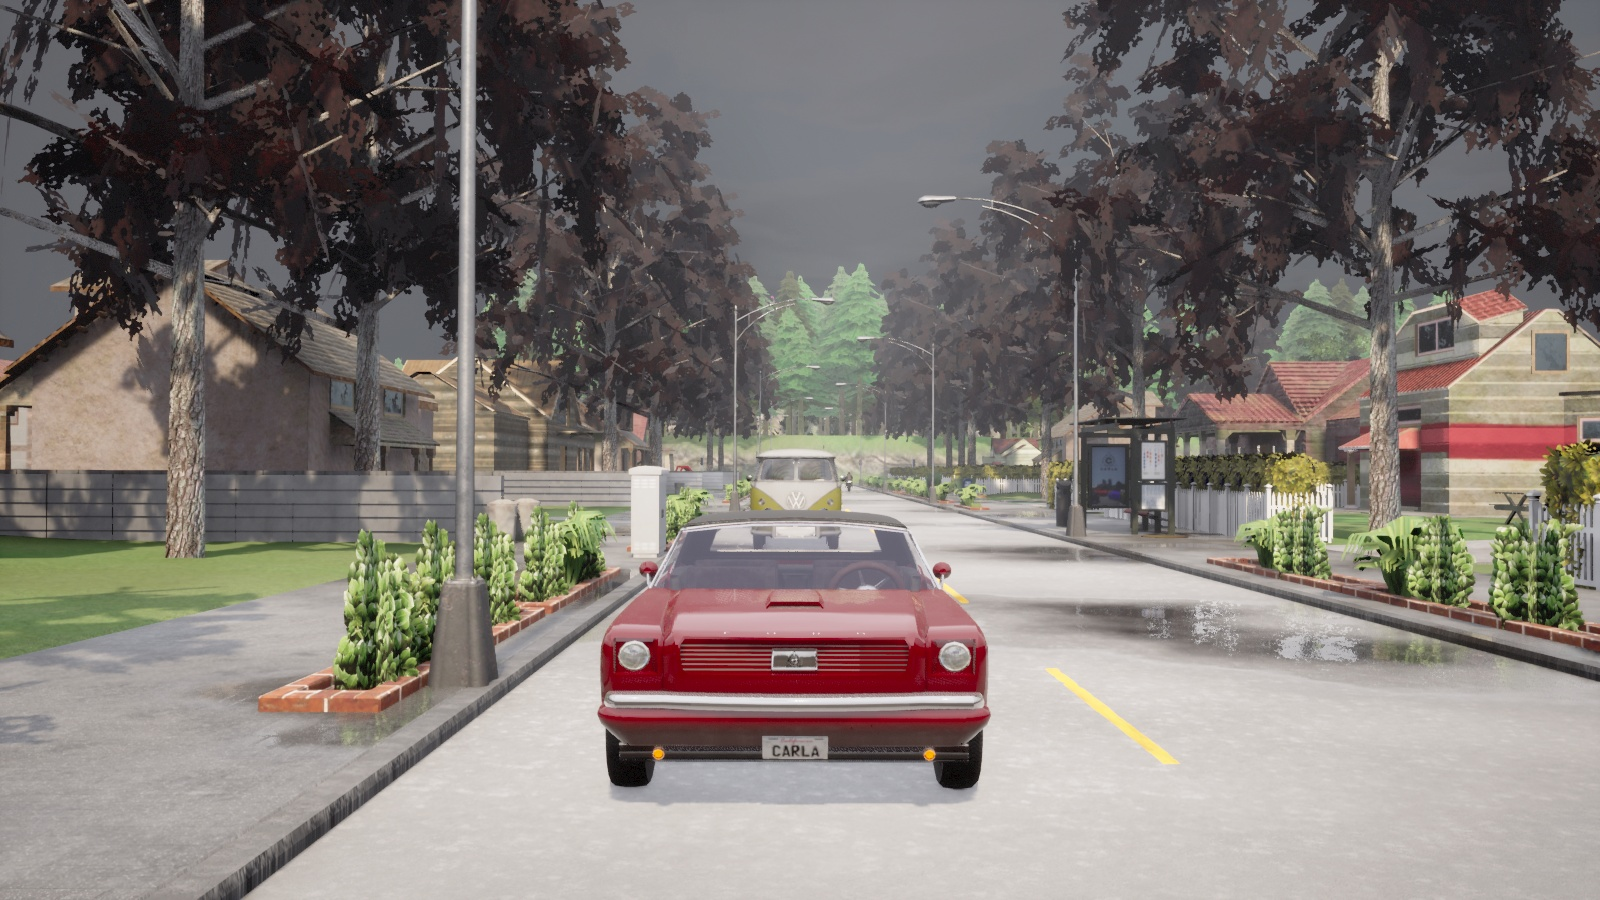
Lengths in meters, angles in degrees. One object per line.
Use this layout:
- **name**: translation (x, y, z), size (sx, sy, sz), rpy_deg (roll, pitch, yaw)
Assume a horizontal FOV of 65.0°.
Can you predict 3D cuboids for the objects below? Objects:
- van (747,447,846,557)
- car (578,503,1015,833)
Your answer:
- **van**: translation (-0.069, 0.987, 25.028), size (1.775, 1.987, 4.442), rpy_deg (0, -1, 0)
- **car**: translation (-0.021, 1.046, 7.809), size (1.895, 1.301, 4.718), rpy_deg (0, -1, 0)
